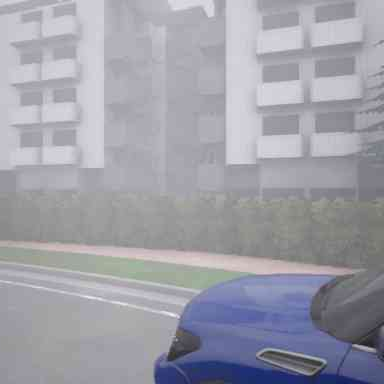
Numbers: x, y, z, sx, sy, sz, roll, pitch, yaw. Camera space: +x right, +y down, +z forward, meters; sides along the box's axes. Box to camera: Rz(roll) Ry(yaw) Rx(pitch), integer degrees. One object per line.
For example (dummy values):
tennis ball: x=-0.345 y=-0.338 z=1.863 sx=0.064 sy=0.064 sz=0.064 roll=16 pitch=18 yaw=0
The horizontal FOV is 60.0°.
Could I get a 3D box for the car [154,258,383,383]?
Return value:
car: x=2.337 y=1.213 z=2.132 sx=5.566 sy=2.045 sz=2.150 roll=-1 pitch=-1 yaw=34
